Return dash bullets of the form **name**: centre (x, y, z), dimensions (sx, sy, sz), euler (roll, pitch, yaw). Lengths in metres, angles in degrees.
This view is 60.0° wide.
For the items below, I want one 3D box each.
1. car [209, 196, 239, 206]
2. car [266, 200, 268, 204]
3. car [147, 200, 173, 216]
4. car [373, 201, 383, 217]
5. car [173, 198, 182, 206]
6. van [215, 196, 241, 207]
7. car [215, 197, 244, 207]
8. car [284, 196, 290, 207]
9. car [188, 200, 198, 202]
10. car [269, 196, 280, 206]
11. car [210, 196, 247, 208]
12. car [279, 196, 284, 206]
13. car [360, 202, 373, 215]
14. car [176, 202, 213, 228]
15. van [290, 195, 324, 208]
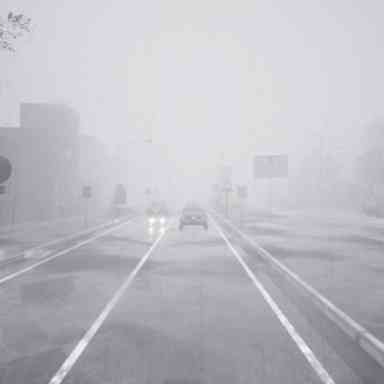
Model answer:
- **car**: centre (6.203, 1.791, 65.475), dimensions (5.566, 2.045, 2.435), euler (0, -2, -1)
- **car**: centre (18.366, 1.922, 69.410), dimensions (5.566, 2.045, 2.435), euler (0, -2, -1)
- **car**: centre (-3.343, 1.585, 33.335), dimensions (2.128, 1.511, 4.902), euler (0, 0, 0)
- **car**: centre (18.758, 1.403, 28.813), dimensions (4.553, 1.767, 2.185), euler (0, 0, 0)
- **car**: centre (-3.352, 2.233, 75.309), dimensions (2.097, 1.767, 4.553), euler (0, -3, 0)
- **van**: centre (6.348, 1.649, 59.285), dimensions (4.442, 1.987, 1.878), euler (0, -1, 0)
- **car**: centre (6.287, 1.676, 56.246), dimensions (4.553, 1.767, 2.185), euler (0, -1, 0)
- **car**: centre (18.715, 1.789, 55.570), dimensions (5.366, 1.575, 1.946), euler (0, -1, 0)
- **car**: centre (0.091, 1.685, 41.876), dimensions (1.994, 1.385, 4.181), euler (0, 0, 0)
- **car**: centre (18.434, 1.747, 63.951), dimensions (5.566, 2.045, 2.435), euler (0, -2, -1)
- **car**: centre (6.094, 1.741, 53.324), dimensions (5.366, 1.575, 1.946), euler (0, -1, 0)
- **car**: centre (18.694, 1.848, 58.231), dimensions (5.366, 1.575, 1.946), euler (0, -1, 0)
- **car**: centre (18.688, 1.578, 31.982), dimensions (4.674, 1.452, 2.002), euler (0, 0, 0)
- **car**: centre (0.102, 1.613, 22.421), dimensions (2.033, 1.411, 5.357), euler (0, 0, 0)
- **van**: centre (18.435, 1.510, 52.779), dimensions (4.442, 1.987, 1.878), euler (0, -1, 0)
